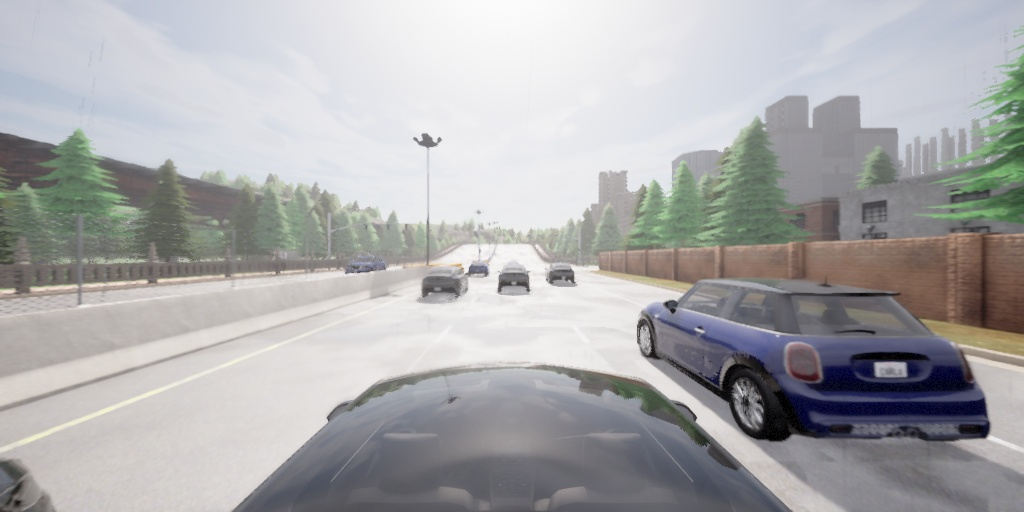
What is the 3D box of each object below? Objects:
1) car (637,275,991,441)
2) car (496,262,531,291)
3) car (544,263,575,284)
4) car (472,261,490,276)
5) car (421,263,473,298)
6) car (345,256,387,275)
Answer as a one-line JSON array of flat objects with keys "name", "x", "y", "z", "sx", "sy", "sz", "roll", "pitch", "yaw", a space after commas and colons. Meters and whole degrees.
[{"name": "car", "x": 3.607, "y": 1.105, "z": 5.543, "sx": 2.097, "sy": 1.767, "sz": 4.553, "roll": 0, "pitch": 0, "yaw": 0}, {"name": "car", "x": 0.110, "y": 1.269, "z": 22.001, "sx": 1.837, "sy": 1.490, "sz": 4.892, "roll": 0, "pitch": -1, "yaw": 0}, {"name": "car", "x": 3.612, "y": 1.275, "z": 27.436, "sx": 1.837, "sy": 1.490, "sz": 4.892, "roll": 0, "pitch": 0, "yaw": 0}, {"name": "car", "x": -3.382, "y": 1.255, "z": 37.363, "sx": 1.882, "sy": 1.535, "sz": 5.008, "roll": 0, "pitch": 0, "yaw": 0}, {"name": "car", "x": -3.392, "y": 1.268, "z": 18.766, "sx": 1.837, "sy": 1.490, "sz": 4.892, "roll": 0, "pitch": 0, "yaw": 0}, {"name": "car", "x": -13.984, "y": 0.990, "z": 34.762, "sx": 2.150, "sy": 2.045, "sz": 5.566, "roll": 0, "pitch": 0, "yaw": 0}]
